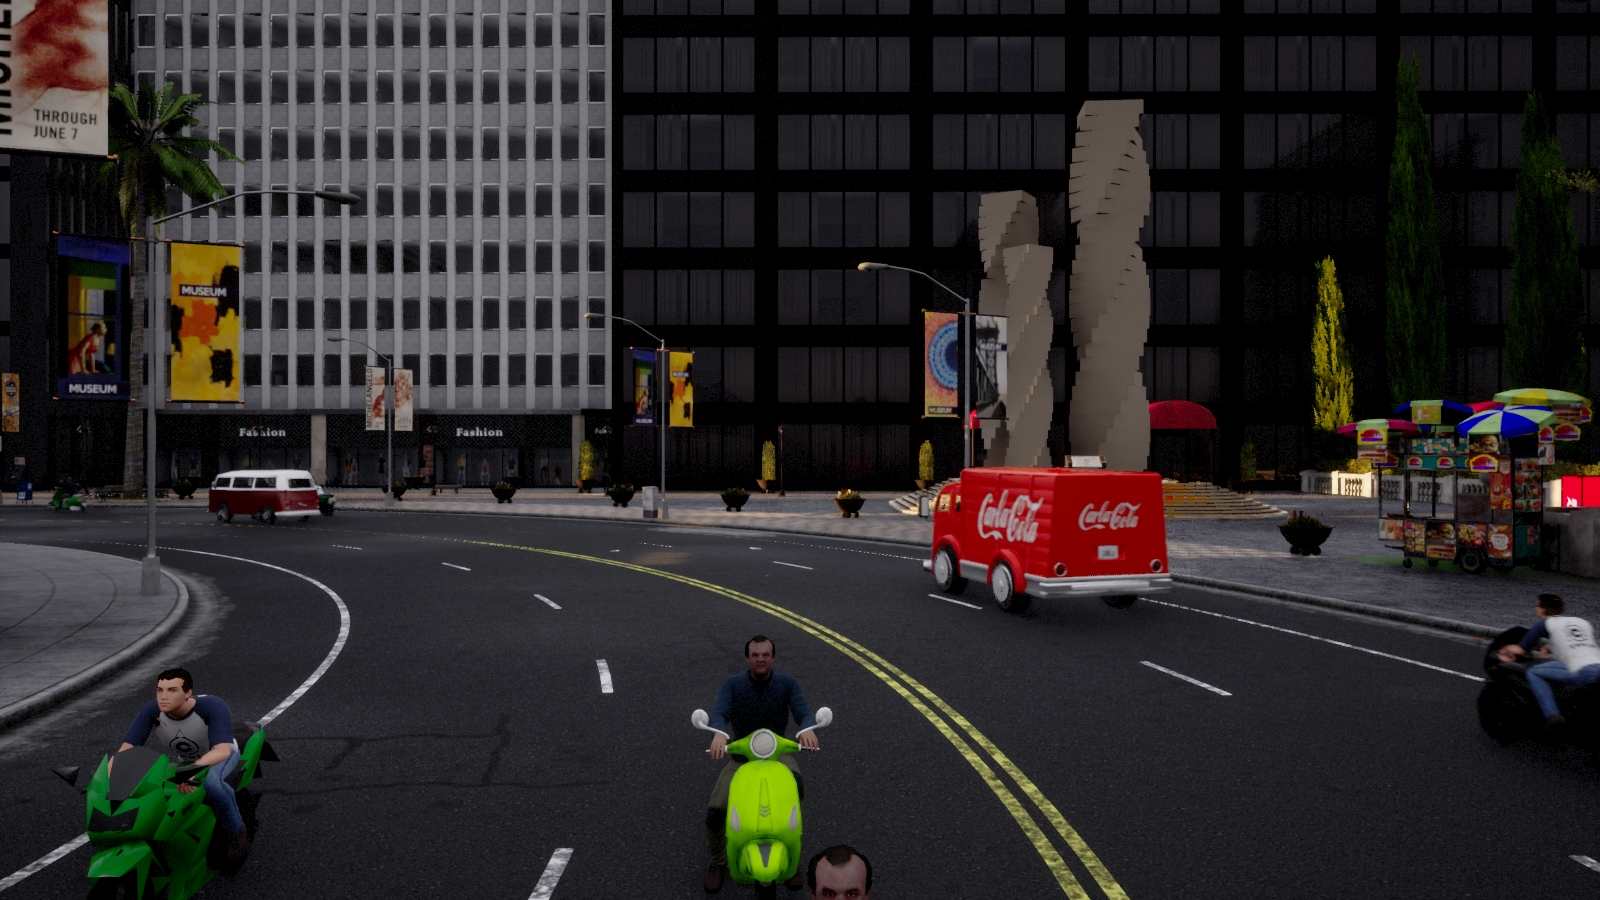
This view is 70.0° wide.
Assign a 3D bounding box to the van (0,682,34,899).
[{"bbox_3d":[-3.531,1.783,1.506,2.069,2.038,4.480,0,0,-1],"label":"van"}]

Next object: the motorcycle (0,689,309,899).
[{"bbox_3d":[-3.697,2.213,6.785,0.803,1.145,2.033,0,0,-4],"label":"motorcycle"}]

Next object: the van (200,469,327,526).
[{"bbox_3d":[-20.555,1.782,43.746,4.480,2.038,2.069,0,-1,27],"label":"van"}]

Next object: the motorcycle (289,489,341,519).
[{"bbox_3d":[-20.090,2.213,47.303,2.033,1.145,0.803,0,1,23],"label":"motorcycle"}]

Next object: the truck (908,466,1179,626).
[{"bbox_3d":[4.254,1.568,21.107,2.627,2.467,5.204,0,0,-19],"label":"truck"}]

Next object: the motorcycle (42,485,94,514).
[{"bbox_3d":[-32.356,2.182,50.497,1.805,1.236,0.856,0,0,7],"label":"motorcycle"}]
